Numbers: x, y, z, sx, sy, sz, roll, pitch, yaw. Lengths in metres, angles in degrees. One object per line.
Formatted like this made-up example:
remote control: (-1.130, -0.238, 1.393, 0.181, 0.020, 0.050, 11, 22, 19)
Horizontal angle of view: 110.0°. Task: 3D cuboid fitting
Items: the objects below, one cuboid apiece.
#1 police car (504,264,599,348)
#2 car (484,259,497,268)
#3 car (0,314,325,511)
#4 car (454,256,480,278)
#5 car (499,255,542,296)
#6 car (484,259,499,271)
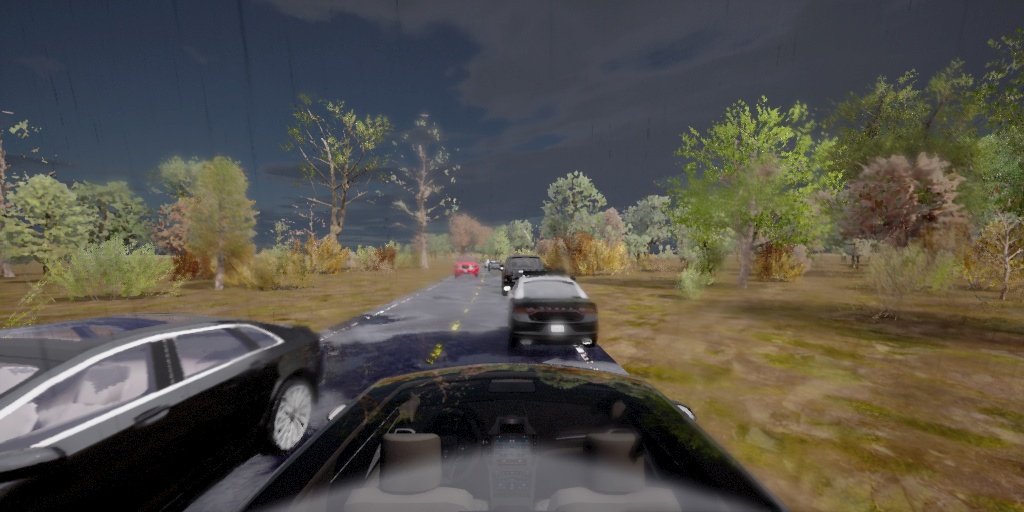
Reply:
police car: (0.820, 1.174, 9.399, 1.930, 1.638, 5.238, 0, 0, -1)
car: (-3.595, 1.278, 59.848, 1.812, 1.442, 4.674, 0, 0, -8)
car: (-3.132, 1.241, 2.290, 2.128, 1.511, 4.902, 0, 0, 0)
car: (-4.211, 0.970, 33.960, 2.150, 2.045, 5.566, 0, 0, -4)
car: (0.531, 0.972, 19.363, 2.150, 2.045, 5.566, 0, 0, -2)
car: (-2.314, 1.240, 48.050, 2.128, 1.511, 4.902, 0, 0, -5)
